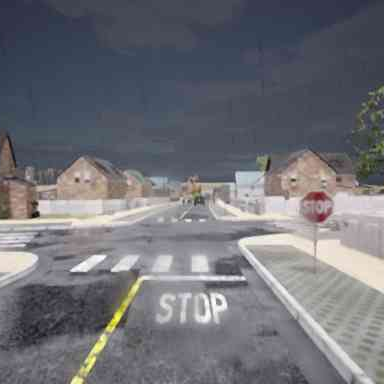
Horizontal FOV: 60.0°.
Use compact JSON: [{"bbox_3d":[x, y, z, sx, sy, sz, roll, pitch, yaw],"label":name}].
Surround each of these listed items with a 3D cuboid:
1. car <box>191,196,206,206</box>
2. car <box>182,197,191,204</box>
[{"bbox_3d":[1.487,1.752,66.132,2.150,2.045,5.566,0,-1,3],"label":"car"},{"bbox_3d":[-1.074,1.717,70.390,2.128,1.511,4.902,0,-1,3],"label":"car"}]
